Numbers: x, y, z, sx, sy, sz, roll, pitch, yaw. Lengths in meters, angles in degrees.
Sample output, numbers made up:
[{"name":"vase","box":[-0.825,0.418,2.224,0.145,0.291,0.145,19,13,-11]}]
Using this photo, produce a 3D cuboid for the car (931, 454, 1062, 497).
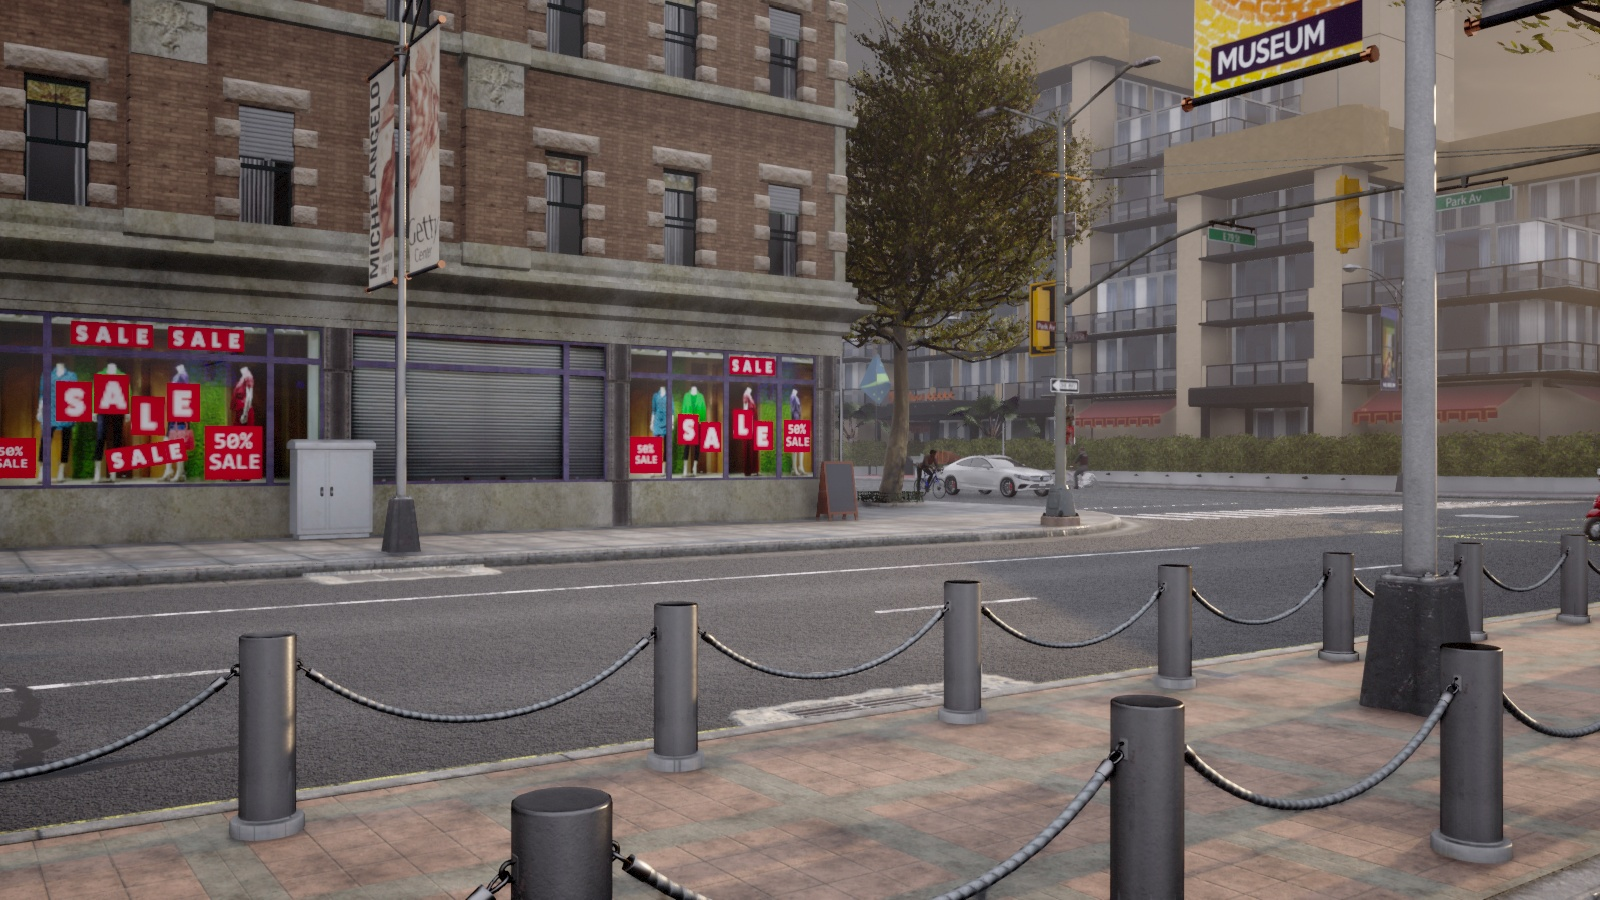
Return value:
[{"name":"car","box":[6.844,0.864,44.275,1.812,1.442,4.674,0,0,-35]}]

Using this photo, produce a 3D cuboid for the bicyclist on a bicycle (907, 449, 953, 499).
[{"name":"bicyclist on a bicycle","box":[4.320,0.791,41.780,0.582,1.620,1.656,0,0,-35]}]

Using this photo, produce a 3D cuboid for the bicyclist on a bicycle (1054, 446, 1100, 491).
[{"name":"bicyclist on a bicycle","box":[11.099,0.715,50.393,0.659,1.776,1.843,0,0,-35]}]

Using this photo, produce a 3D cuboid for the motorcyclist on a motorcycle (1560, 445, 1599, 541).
[{"name":"motorcyclist on a motorcycle","box":[14.279,0.721,21.694,1.817,1.590,0.866,0,1,-10]}]
